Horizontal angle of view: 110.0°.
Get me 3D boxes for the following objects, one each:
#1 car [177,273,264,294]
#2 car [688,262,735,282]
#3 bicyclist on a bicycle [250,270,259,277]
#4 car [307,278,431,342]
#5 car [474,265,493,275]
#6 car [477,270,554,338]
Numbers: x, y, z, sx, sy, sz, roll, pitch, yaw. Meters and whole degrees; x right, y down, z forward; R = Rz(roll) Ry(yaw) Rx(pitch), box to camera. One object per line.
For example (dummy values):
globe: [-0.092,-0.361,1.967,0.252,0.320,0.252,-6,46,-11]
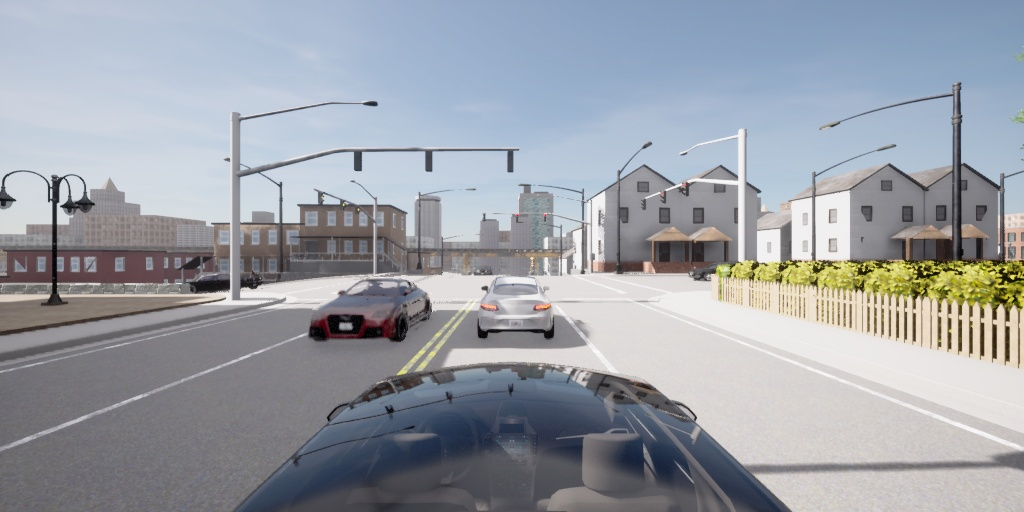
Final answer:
car: [-19.974,1.845,24.705,4.718,1.301,1.895,-4,0,-1]
car: [16.797,1.255,28.820,4.892,1.490,1.837,0,0,-1]
bicyclist on a bicycle: [-25.565,2.214,35.591,0.582,1.620,1.656,-8,0,0]
car: [-3.545,1.314,9.671,1.994,1.385,4.181,0,0,1]
car: [-3.516,2.162,45.252,2.150,2.045,5.566,0,-9,0]
car: [0.102,1.276,10.011,1.812,1.442,4.674,0,0,0]
